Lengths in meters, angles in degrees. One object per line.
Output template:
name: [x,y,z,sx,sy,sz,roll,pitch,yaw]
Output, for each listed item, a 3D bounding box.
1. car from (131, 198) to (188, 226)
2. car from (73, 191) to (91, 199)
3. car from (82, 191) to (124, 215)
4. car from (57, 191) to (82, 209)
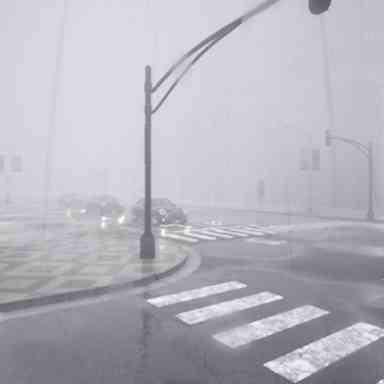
car: [-2.190,1.165,21.648,2.097,1.767,4.553,0,1,-35]
car: [-21.871,0.620,66.042,1.882,1.535,5.008,0,1,-36]
car: [-7.767,1.030,29.419,2.097,1.767,4.553,0,1,-36]
car: [-13.621,0.886,37.556,2.097,1.767,4.553,0,1,-35]
